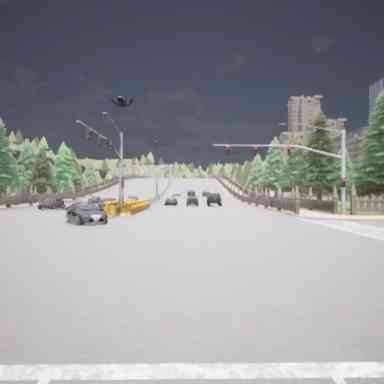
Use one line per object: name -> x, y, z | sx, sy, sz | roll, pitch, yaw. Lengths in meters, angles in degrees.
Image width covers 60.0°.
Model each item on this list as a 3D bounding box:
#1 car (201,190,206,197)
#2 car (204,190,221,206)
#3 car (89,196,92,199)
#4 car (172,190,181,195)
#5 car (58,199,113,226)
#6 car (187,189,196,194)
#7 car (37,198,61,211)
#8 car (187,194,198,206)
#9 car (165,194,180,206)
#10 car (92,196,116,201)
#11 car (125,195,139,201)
car -> 3.349, 0.196, 78.050 | 1.812, 1.442, 4.674 | 0, 7, 0
car -> 3.573, 1.194, 54.432 | 2.150, 2.045, 5.566 | 0, 0, 0
car -> -17.614, 1.414, 60.239 | 1.994, 1.385, 4.181 | 0, 2, 0
car -> -3.654, 0.208, 78.578 | 1.895, 1.301, 4.718 | 0, 7, 0
car -> -7.527, 1.485, 23.424 | 2.128, 1.511, 4.902 | 0, 0, -34
car -> -0.154, 0.098, 78.524 | 1.882, 1.535, 5.008 | 0, 7, 0
car -> -17.594, 1.493, 41.733 | 1.837, 1.490, 4.892 | 0, 0, 0
car -> 0.068, 1.469, 55.265 | 1.837, 1.490, 4.892 | 0, 1, 0
car -> -3.435, 1.520, 55.851 | 1.994, 1.385, 4.181 | 0, 1, 0
car -> -10.594, 1.493, 41.594 | 1.837, 1.490, 4.892 | 0, 0, 0
car -> -10.619, 1.386, 58.711 | 2.128, 1.511, 4.902 | 0, 2, 0
